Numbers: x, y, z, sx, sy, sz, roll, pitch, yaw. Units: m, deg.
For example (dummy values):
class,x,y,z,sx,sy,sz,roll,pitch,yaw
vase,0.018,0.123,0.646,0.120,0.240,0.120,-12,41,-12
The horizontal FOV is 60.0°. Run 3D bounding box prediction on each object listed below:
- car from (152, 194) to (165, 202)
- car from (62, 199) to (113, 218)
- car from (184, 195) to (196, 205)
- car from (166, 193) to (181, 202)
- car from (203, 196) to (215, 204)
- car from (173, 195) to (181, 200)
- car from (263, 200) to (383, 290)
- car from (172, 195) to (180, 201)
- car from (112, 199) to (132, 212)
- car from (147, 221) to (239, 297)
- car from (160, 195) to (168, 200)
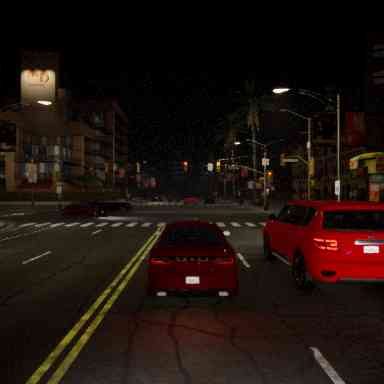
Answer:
class,x,y,z,sx,sy,sz,roll,pitch,yaw
car,-7.472,1.552,72.205,1.994,1.385,4.181,0,0,0
car,-9.666,1.564,30.094,4.181,1.385,1.994,0,0,25
car,-0.295,1.352,60.875,2.097,1.767,4.553,0,0,0
car,-3.977,1.225,72.984,2.150,2.045,5.566,0,0,0
car,3.194,1.525,62.373,1.812,1.442,4.674,0,0,0
car,-4.111,1.552,92.503,1.994,1.385,4.181,0,0,0
car,3.511,1.221,9.197,2.150,2.045,5.566,0,0,0
car,-4.042,1.524,82.700,1.812,1.442,4.674,0,0,0
car,-9.162,1.491,36.817,4.902,1.511,2.128,0,0,-16
car,0.014,1.478,8.621,1.882,1.535,5.008,0,0,0
car,-7.604,1.500,91.884,1.837,1.490,4.892,0,0,0
